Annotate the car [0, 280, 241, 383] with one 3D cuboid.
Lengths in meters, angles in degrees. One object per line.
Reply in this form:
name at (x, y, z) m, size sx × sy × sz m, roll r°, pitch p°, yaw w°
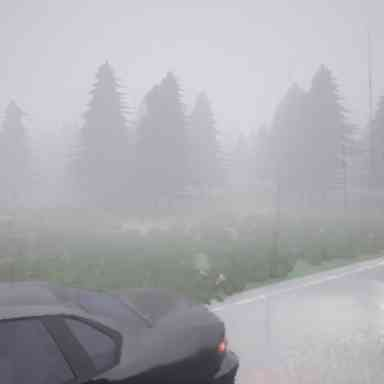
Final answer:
car at (-2.112, 1.559, 2.570) m, size 5.357 × 1.411 × 2.033 m, roll 0°, pitch 0°, yaw -34°
